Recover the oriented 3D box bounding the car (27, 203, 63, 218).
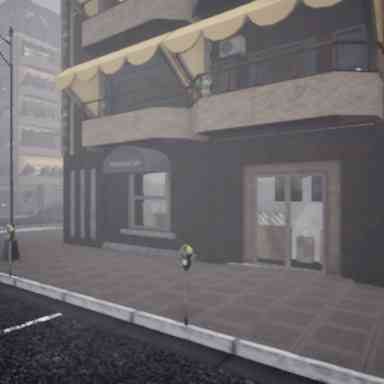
[{"bbox_3d":[-16.319,2.028,37.476,1.967,1.590,4.097,-1,-2,35],"label":"car"}]
